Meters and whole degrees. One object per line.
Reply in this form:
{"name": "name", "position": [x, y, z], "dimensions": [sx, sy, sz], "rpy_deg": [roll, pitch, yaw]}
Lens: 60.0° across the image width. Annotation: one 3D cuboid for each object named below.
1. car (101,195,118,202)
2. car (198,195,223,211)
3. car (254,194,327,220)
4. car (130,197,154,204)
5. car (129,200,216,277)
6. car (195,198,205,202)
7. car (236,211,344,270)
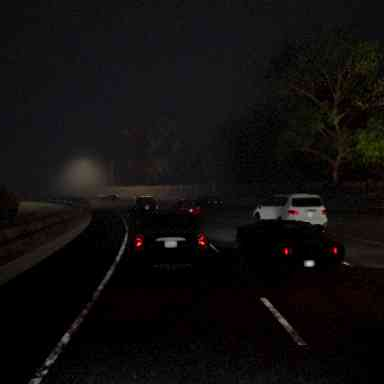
{"name": "car", "position": [-17.046, 1.230, 68.659], "dimensions": [2.033, 1.411, 5.357], "rpy_deg": [0, 0, -38]}
{"name": "car", "position": [1.481, 1.144, 37.141], "dimensions": [2.097, 1.767, 4.553], "rpy_deg": [0, 0, -29]}
{"name": "car", "position": [5.226, 1.109, 18.437], "dimensions": [2.150, 2.045, 5.566], "rpy_deg": [0, 0, -9]}
{"name": "car", "position": [-4.002, 1.220, 27.460], "dimensions": [2.097, 1.767, 4.553], "rpy_deg": [0, 0, -15]}
{"name": "car", "position": [-0.713, 1.299, 10.346], "dimensions": [2.097, 1.767, 4.553], "rpy_deg": [0, 0, -5]}
{"name": "car", "position": [-0.654, 1.417, 28.494], "dimensions": [1.994, 1.385, 4.181], "rpy_deg": [0, 0, -16]}
{"name": "car", "position": [2.806, 1.536, 10.766], "dimensions": [1.895, 1.301, 4.718], "rpy_deg": [0, 0, -6]}
